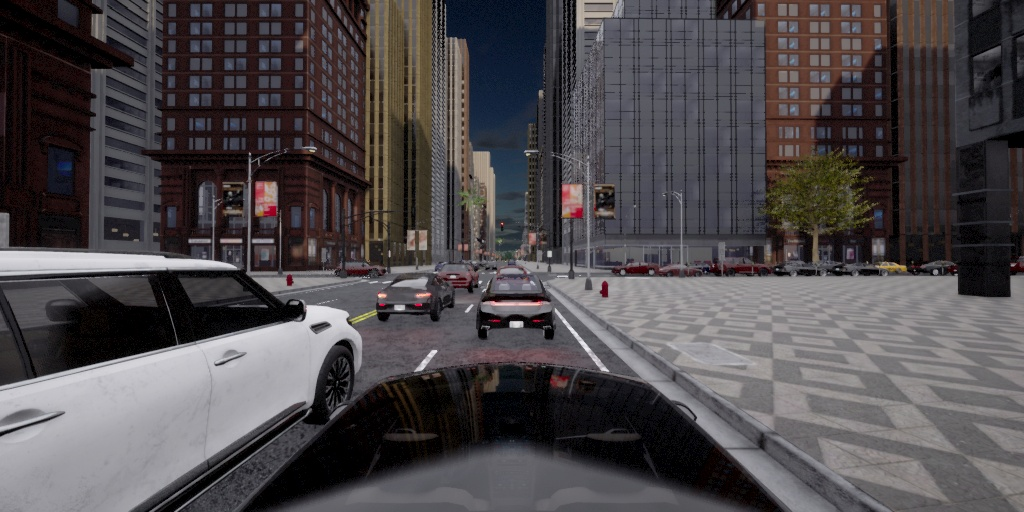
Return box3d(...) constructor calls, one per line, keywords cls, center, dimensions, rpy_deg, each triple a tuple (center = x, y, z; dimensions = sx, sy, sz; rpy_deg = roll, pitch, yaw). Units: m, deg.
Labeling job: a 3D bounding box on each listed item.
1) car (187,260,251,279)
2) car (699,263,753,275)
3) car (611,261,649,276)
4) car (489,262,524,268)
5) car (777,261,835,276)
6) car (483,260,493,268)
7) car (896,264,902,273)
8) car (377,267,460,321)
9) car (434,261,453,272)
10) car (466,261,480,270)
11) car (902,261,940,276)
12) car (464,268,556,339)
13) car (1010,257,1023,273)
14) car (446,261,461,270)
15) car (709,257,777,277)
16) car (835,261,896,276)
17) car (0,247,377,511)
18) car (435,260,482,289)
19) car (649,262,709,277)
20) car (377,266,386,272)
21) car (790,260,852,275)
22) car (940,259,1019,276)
box3d(cls="car", center=(-28.433, 1.309, 34.937), dimensions=(4.553, 1.767, 2.097), rpy_deg=(-1, -1, 0))
box3d(cls="car", center=(23.156, 1.389, 38.835), dimensions=(4.718, 1.301, 1.895), rpy_deg=(0, -1, -1))
box3d(cls="car", center=(13.239, 1.299, 38.687), dimensions=(5.008, 1.535, 1.882), rpy_deg=(0, -1, -2))
box3d(cls="car", center=(-0.014, 1.260, 19.567), dimensions=(1.882, 1.535, 5.008), rpy_deg=(0, 0, 0))
box3d(cls="car", center=(26.568, 1.276, 33.118), dimensions=(4.313, 1.339, 1.948), rpy_deg=(0, 0, -1))
box3d(cls="car", center=(-3.178, 1.609, 57.590), dimensions=(1.895, 1.301, 4.718), rpy_deg=(0, 0, 0))
box3d(cls="car", center=(43.178, 1.295, 41.915), dimensions=(4.829, 1.417, 1.751), rpy_deg=(0, 0, -1))
box3d(cls="car", center=(-3.158, 1.288, 12.376), dimensions=(1.812, 1.442, 4.674), rpy_deg=(0, 0, 0))
box3d(cls="car", center=(-9.876, 1.496, 51.910), dimensions=(1.812, 1.442, 4.674), rpy_deg=(0, 0, 0))
box3d(cls="car", center=(-6.622, 1.561, 61.287), dimensions=(1.812, 1.442, 4.674), rpy_deg=(0, 0, 0))
box3d(cls="car", center=(42.828, 1.206, 36.010), dimensions=(4.892, 1.490, 1.837), rpy_deg=(0, -1, -1))
box3d(cls="car", center=(0.093, 1.248, 10.066), dimensions=(2.128, 1.511, 4.902), rpy_deg=(0, 0, 0))
box3d(cls="car", center=(49.119, 0.973, 33.486), dimensions=(5.009, 1.841, 2.192), rpy_deg=(0, 0, -1))
box3d(cls="car", center=(-9.872, 1.558, 60.833), dimensions=(1.812, 1.442, 4.674), rpy_deg=(0, 0, 0))
box3d(cls="car", center=(20.931, 1.041, 33.026), dimensions=(5.009, 1.841, 2.192), rpy_deg=(0, 0, -1))
box3d(cls="car", center=(32.205, 1.260, 33.210), dimensions=(4.313, 1.339, 1.948), rpy_deg=(0, 0, -1))
box3d(cls="car", center=(-3.155, 0.972, 2.597), dimensions=(2.150, 2.045, 5.566), rpy_deg=(0, 0, 0))
box3d(cls="car", center=(-3.164, 1.142, 21.356), dimensions=(2.097, 1.767, 4.553), rpy_deg=(0, 0, 0))
box3d(cls="car", center=(15.292, 1.327, 32.935), dimensions=(4.207, 1.307, 1.802), rpy_deg=(0, 0, -1))
box3d(cls="car", center=(-14.816, 1.241, 35.340), dimensions=(4.553, 1.767, 2.097), rpy_deg=(0, -1, -5))
box3d(cls="car", center=(33.566, 1.251, 38.998), dimensions=(4.902, 1.511, 2.128), rpy_deg=(0, -1, -1))
box3d(cls="car", center=(43.481, 1.214, 33.394), dimensions=(4.507, 1.381, 1.888), rpy_deg=(0, 0, -1))
